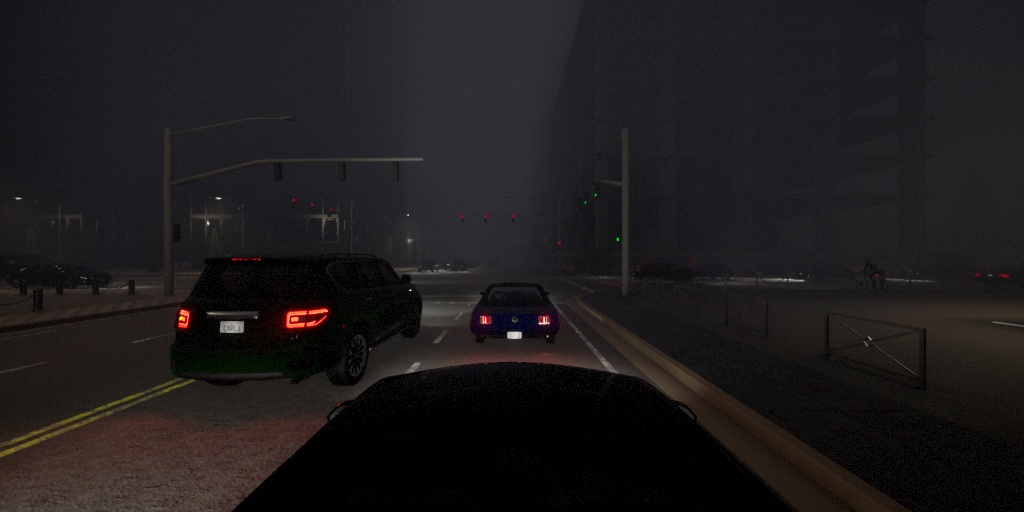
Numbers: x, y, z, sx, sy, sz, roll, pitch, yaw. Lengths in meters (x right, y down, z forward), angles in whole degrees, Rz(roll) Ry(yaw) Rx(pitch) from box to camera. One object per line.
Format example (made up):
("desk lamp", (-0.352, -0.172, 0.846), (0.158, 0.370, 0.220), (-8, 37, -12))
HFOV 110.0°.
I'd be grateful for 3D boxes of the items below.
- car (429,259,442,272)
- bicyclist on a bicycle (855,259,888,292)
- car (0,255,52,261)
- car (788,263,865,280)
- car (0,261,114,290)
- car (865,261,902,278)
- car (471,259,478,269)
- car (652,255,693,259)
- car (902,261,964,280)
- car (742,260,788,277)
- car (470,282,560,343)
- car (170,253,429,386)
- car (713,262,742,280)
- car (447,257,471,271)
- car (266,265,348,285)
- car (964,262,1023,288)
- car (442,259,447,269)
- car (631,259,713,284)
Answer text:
("car", (-10.636, 1.255, 45.893), (1.837, 1.490, 4.892), (0, 0, 0))
("bicyclist on a bicycle", (18.317, 0.998, 18.292), (0.582, 1.620, 1.656), (0, 0, 0))
("car", (-34.154, 0.920, 25.094), (5.566, 2.045, 2.150), (0, 0, 0))
("car", (25.593, 1.258, 29.306), (4.181, 1.385, 1.994), (0, 0, 0))
("car", (-27.045, 1.198, 21.572), (4.892, 1.490, 1.837), (0, 0, 0))
("car", (33.633, 1.220, 32.830), (4.674, 1.442, 1.812), (0, 0, 0))
("car", (-7.130, 1.227, 57.975), (1.882, 1.535, 5.008), (0, 0, 0))
("car", (13.909, 0.917, 32.758), (5.566, 2.045, 2.150), (0, 0, 0))
("car", (35.587, 1.199, 29.335), (4.892, 1.490, 1.837), (0, 0, 0))
("car", (23.639, 1.172, 32.796), (5.008, 1.535, 1.882), (0, 0, -1))
("car", (0.073, 1.351, 9.633), (1.895, 1.301, 4.718), (0, 0, 0))
("car", (-3.443, 0.971, 7.117), (2.150, 2.045, 5.566), (0, 0, 0))
("car", (15.629, 1.220, 29.243), (4.674, 1.442, 1.812), (0, 0, 0))
("car", (-7.136, 1.254, 48.517), (1.837, 1.490, 4.892), (0, 0, 0))
("car", (-14.567, 1.314, 25.746), (4.718, 1.301, 1.895), (0, 0, -9))
("car", (32.011, 1.242, 22.134), (5.357, 1.411, 2.033), (0, 0, 0))
("car", (-10.634, 1.241, 55.236), (2.128, 1.511, 4.902), (0, 0, 0))
("car", (11.111, 1.172, 25.537), (5.008, 1.535, 1.882), (0, 0, 0))
